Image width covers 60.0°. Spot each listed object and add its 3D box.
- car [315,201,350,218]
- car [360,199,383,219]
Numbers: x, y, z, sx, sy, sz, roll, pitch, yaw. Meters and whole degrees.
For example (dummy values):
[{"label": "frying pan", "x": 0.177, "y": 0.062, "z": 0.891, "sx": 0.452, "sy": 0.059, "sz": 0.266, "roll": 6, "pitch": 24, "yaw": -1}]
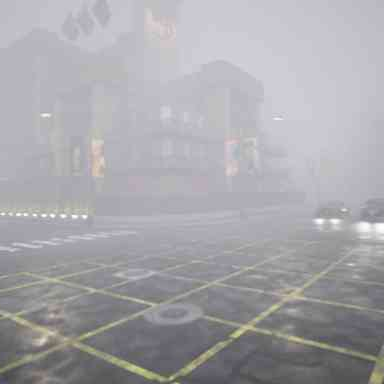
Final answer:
[{"label": "car", "x": 12.138, "y": 1.461, "z": 28.669, "sx": 1.994, "sy": 1.385, "sz": 4.181, "roll": -2, "pitch": -1, "yaw": 38}, {"label": "car", "x": 14.522, "y": 1.307, "z": 26.042, "sx": 2.128, "sy": 1.511, "sz": 4.902, "roll": -2, "pitch": -1, "yaw": 38}]
